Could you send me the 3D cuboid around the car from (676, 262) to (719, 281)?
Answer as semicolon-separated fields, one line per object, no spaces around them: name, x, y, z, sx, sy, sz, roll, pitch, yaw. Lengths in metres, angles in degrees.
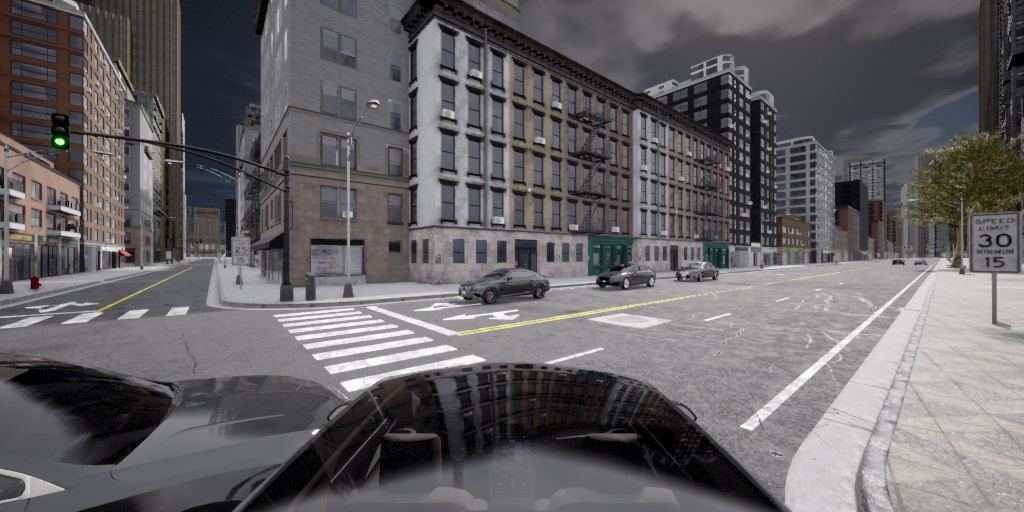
car;15.290;1.233;29.503;4.902;1.511;2.128;0;0;-40

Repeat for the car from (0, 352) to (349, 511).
car;-3.244;1.257;1.600;4.892;1.490;1.837;0;0;-35

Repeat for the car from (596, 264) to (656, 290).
car;7.362;1.256;22.932;4.892;1.490;1.837;0;0;-40

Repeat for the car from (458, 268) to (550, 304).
car;-0.250;1.285;16.611;4.674;1.442;1.812;0;0;-40
